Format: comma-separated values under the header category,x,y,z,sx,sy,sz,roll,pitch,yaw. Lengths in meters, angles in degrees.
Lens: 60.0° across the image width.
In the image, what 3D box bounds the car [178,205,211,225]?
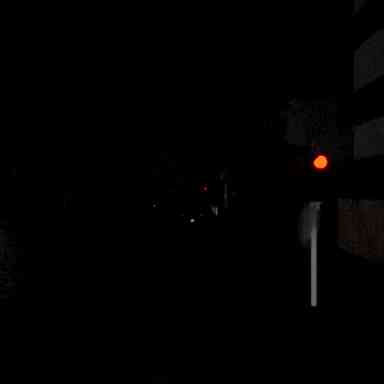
category,x,y,z,sx,sy,sz,roll,pitch,yaw
car,0.302,1.601,24.310,1.895,1.301,4.718,0,0,8

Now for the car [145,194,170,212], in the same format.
category,x,y,z,sx,sy,sz,roll,pitch,yaw
car,-4.154,1.221,39.647,2.150,2.045,5.566,0,0,0
